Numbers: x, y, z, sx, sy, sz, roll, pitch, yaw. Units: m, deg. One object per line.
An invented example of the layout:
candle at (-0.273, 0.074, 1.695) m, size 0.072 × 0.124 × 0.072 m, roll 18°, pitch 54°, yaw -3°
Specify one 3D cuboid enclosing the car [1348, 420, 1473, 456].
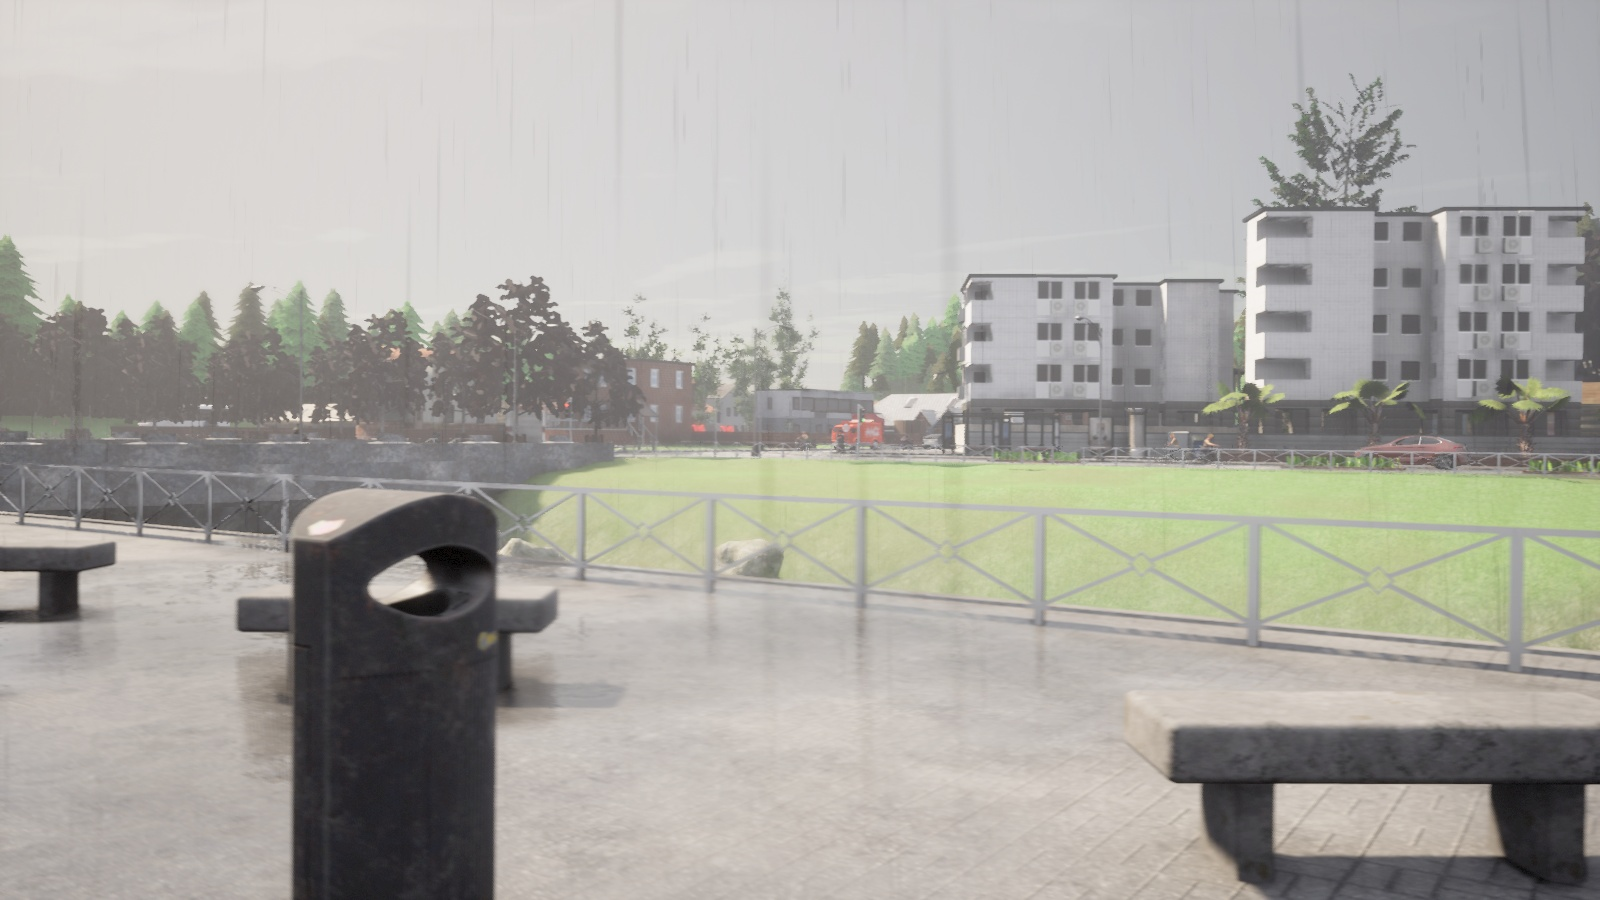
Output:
car at (28.754, -0.558, 59.198) m, size 5.027 × 1.651 × 2.152 m, roll 0°, pitch 1°, yaw 34°
